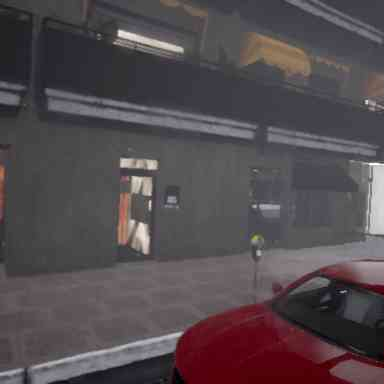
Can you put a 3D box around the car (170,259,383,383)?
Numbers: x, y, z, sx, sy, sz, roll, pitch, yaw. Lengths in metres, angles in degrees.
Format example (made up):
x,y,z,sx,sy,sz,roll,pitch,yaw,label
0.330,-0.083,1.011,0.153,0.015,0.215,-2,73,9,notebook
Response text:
x,y,z,sx,sy,sz,roll,pitch,yaw,label
1.938,1.486,3.508,4.507,1.381,1.887,1,3,-30,car
